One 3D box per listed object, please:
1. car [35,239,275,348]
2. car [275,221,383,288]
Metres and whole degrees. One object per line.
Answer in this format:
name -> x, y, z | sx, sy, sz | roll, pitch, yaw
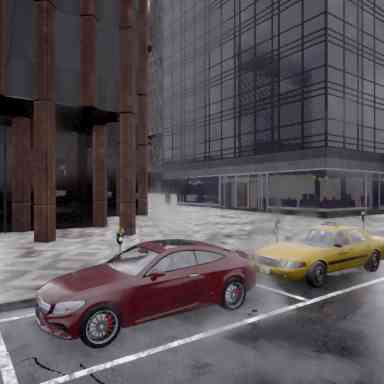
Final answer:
car -> -0.613, 1.582, 6.206 | 4.206, 1.307, 1.802 | 0, 0, -35
car -> 3.681, 1.525, 9.259 | 4.829, 1.417, 1.752 | 0, 0, -35
